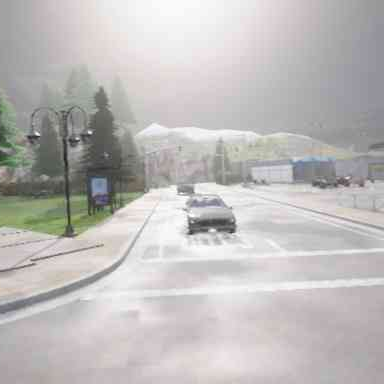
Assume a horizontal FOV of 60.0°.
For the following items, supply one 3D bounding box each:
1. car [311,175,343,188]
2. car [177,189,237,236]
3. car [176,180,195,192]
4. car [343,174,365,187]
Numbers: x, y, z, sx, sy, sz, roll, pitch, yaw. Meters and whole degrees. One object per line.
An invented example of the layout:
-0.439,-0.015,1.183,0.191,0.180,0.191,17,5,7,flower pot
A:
16.765,-1.332,42.365,2.007,1.523,4.514,-2,3,-3,car
0.562,0.819,14.085,2.033,1.411,5.357,-2,3,-3,car
-0.818,-0.672,39.818,2.097,1.767,4.553,-2,3,-3,car
19.895,-1.454,42.548,2.152,1.636,5.027,-2,3,-3,car
